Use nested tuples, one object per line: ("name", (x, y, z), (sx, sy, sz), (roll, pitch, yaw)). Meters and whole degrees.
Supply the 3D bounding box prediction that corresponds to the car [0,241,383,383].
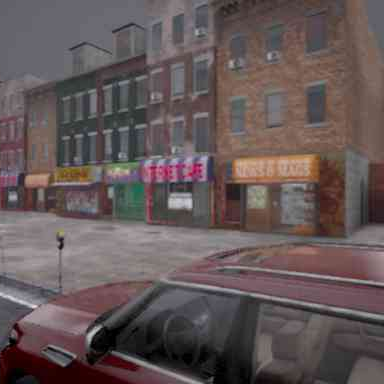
("car", (0.629, 1.316, 2.358), (5.009, 1.841, 2.192), (0, 0, 35))
